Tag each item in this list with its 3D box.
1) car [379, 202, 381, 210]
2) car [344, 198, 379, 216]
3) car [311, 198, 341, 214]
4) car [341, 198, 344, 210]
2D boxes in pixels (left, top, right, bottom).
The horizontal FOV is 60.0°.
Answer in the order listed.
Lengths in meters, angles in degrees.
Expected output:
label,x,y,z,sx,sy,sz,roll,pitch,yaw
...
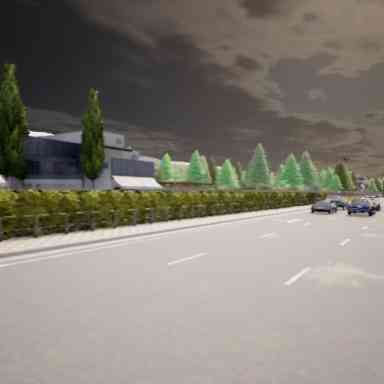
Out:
label,x,y,z,sx,sy,sz,roll,pitch,yaw
car,21.905,1.572,40.738,1.812,1.442,4.674,1,1,34
car,16.914,1.371,33.026,2.097,1.767,4.553,1,1,34
car,13.896,1.507,34.815,1.994,1.385,4.181,1,1,34
car,18.817,1.475,42.412,1.837,1.490,4.892,1,1,34
